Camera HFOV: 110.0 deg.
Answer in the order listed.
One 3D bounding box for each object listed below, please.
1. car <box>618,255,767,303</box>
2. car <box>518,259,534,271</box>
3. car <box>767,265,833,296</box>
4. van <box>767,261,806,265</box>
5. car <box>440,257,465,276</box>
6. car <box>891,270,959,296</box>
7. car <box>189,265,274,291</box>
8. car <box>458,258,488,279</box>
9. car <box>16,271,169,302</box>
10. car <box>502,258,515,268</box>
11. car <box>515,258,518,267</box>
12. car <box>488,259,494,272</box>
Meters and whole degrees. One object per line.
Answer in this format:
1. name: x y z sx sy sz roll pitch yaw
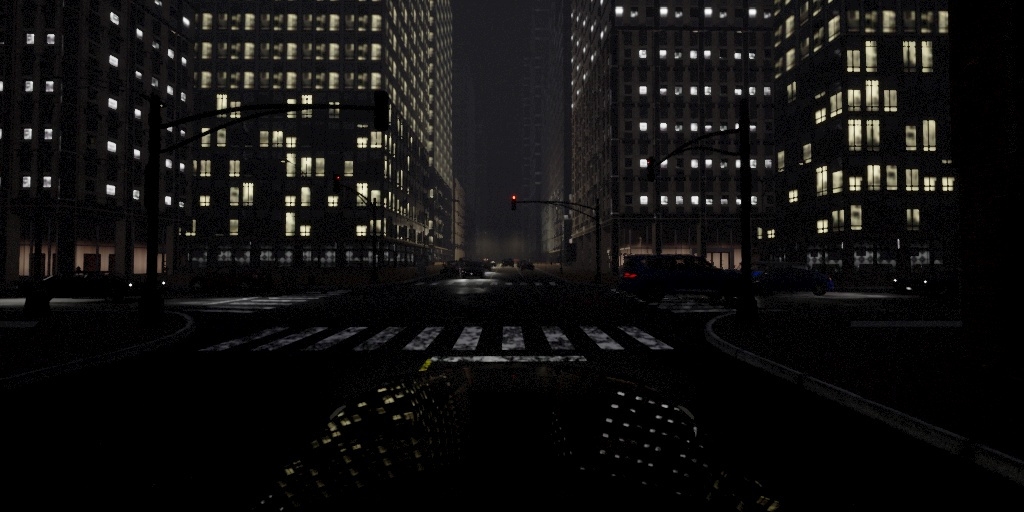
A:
1. car: 7.612 0.965 15.968 5.566 2.045 2.150 0 0 6
2. car: 2.055 1.350 48.362 1.802 1.307 4.207 0 0 -1
3. car: 14.519 1.342 19.228 4.674 1.442 1.812 0 -1 -2
4. van: 15.710 1.210 21.824 3.998 1.789 1.690 0 0 -1
5. car: -6.171 1.203 37.036 1.967 1.591 4.097 0 0 -1
6. car: 23.562 1.435 19.334 4.718 1.301 1.895 0 -1 -1
7. car: -16.762 1.255 21.453 4.097 1.591 1.967 0 0 -1
8. car: -3.528 1.264 33.220 1.837 1.490 4.892 0 1 -1
9. car: -18.068 1.300 15.661 4.718 1.301 1.895 0 -1 -1
10. car: -0.746 1.126 63.985 2.097 1.767 4.553 0 0 -1
11. car: 1.901 1.298 59.687 1.751 1.417 4.829 0 0 -1
12. car: -3.722 1.368 47.599 1.895 1.301 4.718 0 0 -1
